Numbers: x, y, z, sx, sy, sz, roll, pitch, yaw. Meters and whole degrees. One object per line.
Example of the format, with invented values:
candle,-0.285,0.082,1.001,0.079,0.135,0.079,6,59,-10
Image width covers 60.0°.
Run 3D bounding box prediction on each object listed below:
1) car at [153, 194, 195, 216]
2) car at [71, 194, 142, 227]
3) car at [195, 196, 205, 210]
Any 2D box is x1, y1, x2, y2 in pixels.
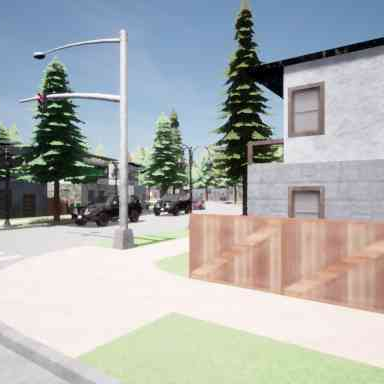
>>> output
car,-1.830,1.200,32.509,2.150,2.045,5.566,0,0,18
car,-5.715,1.201,23.130,2.150,2.045,5.566,0,0,27
car,0.419,1.331,42.111,2.097,1.767,4.553,0,0,9
